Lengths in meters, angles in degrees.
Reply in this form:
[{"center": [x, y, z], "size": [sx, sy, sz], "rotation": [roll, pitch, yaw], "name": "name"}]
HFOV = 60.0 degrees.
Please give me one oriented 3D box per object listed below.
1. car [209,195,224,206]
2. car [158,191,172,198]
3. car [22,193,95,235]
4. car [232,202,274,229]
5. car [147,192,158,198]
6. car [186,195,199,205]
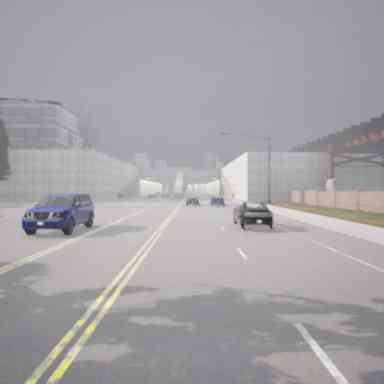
[{"center": [3.601, 1.131, 48.417], "size": [1.882, 1.535, 5.008], "rotation": [0, 0, 0], "name": "car"}, {"center": [-6.984, 0.739, 86.153], "size": [2.097, 1.767, 4.553], "rotation": [0, 0, 0], "name": "car"}, {"center": [-7.018, 1.091, 18.189], "size": [2.150, 2.045, 5.566], "rotation": [0, 0, 0], "name": "car"}, {"center": [3.604, 1.346, 20.214], "size": [2.128, 1.511, 4.902], "rotation": [0, 0, 0], "name": "car"}, {"center": [-10.484, 0.979, 86.095], "size": [1.895, 1.301, 4.718], "rotation": [0, 0, 0], "name": "car"}, {"center": [0.102, 1.176, 48.842], "size": [1.812, 1.442, 4.674], "rotation": [0, 0, 0], "name": "car"}]
